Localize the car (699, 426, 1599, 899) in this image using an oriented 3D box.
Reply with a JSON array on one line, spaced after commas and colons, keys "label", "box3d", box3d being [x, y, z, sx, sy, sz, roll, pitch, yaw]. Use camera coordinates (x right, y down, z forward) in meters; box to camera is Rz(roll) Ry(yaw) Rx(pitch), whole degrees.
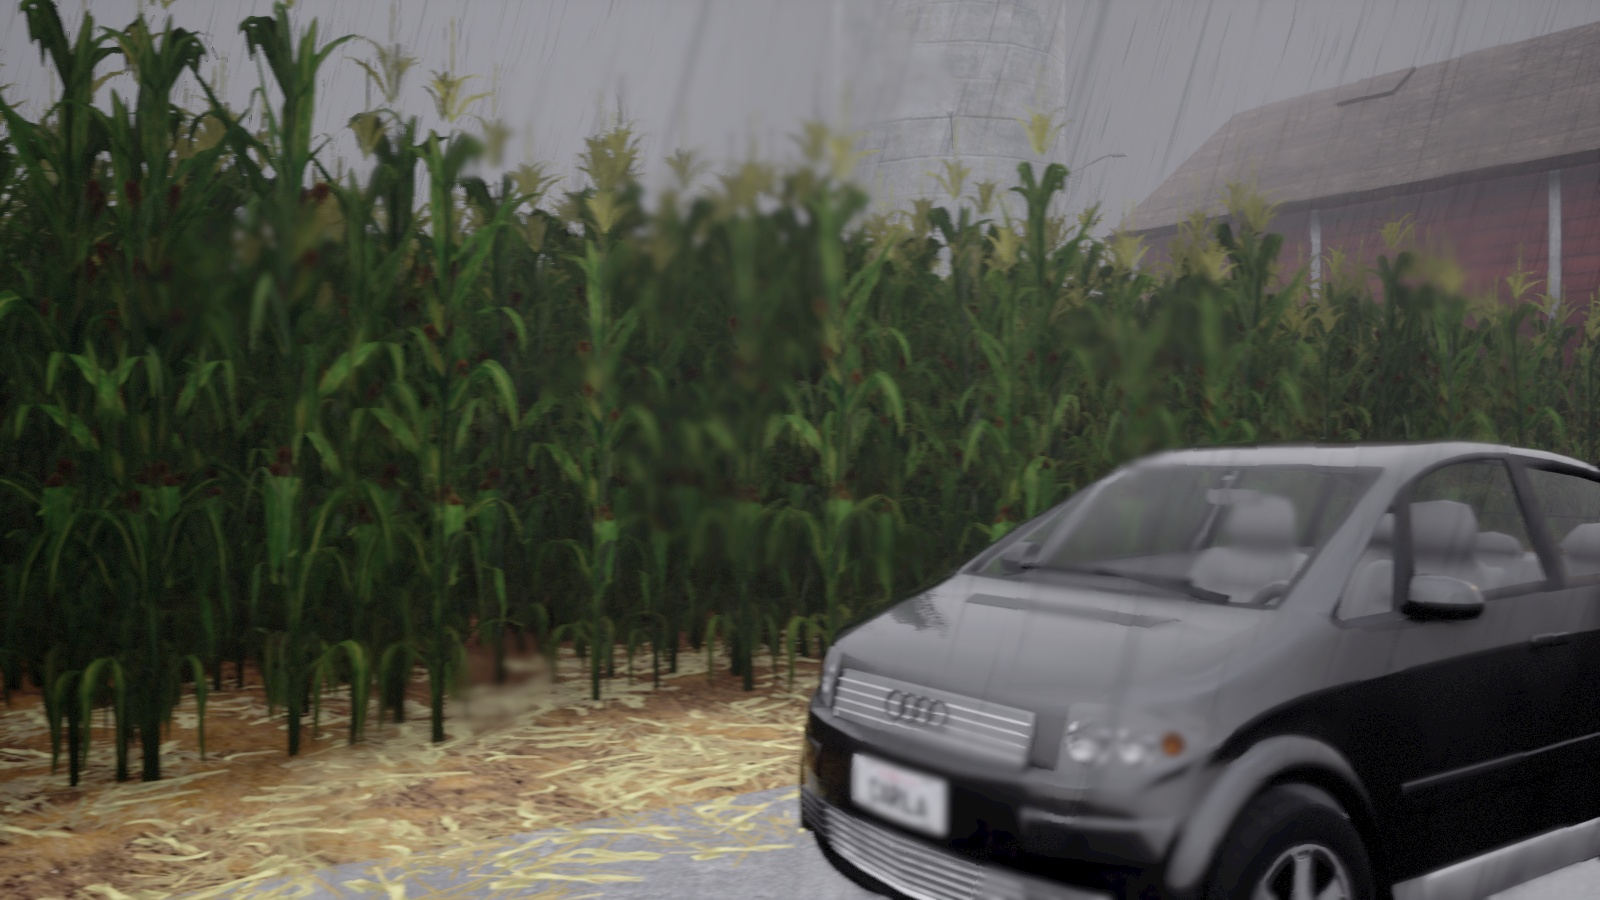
[{"label": "car", "box3d": [1.711, 0.739, 4.361, 3.705, 1.549, 1.789, 0, 0, -35]}]
